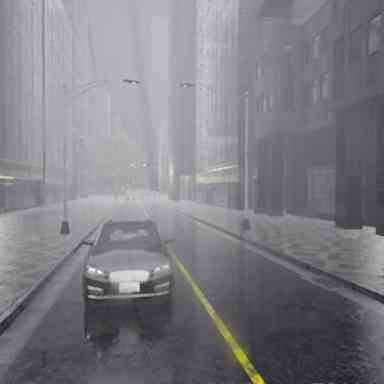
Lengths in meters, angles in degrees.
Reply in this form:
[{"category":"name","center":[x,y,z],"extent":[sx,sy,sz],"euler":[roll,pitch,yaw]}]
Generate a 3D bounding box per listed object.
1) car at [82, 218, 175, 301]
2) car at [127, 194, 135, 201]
[{"category":"car","center":[-1.583,1.469,8.474],"extent":[2.128,1.511,4.902],"euler":[0,0,-10]},{"category":"car","center":[-13.837,1.198,75.237],"extent":[2.128,1.511,4.902],"euler":[0,0,-10]}]
